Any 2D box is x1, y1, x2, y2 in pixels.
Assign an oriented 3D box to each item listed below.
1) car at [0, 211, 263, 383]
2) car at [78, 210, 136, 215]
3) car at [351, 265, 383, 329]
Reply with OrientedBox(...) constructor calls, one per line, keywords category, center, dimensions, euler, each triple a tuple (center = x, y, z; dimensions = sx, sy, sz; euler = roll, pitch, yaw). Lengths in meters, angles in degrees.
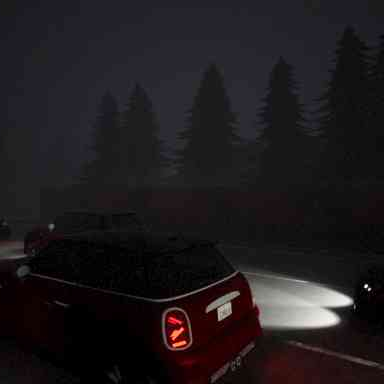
OrientedBox(category="car", center=(-1.364, 1.352, 4.957), dimensions=(4.553, 1.767, 2.097), euler=(0, 0, 36))
OrientedBox(category="car", center=(-3.426, 1.352, 10.728), dimensions=(4.553, 1.767, 2.097), euler=(0, 0, 35))
OrientedBox(category="car", center=(4.709, 1.564, 4.929), dimensions=(4.181, 1.385, 1.994), euler=(0, 0, 36))
